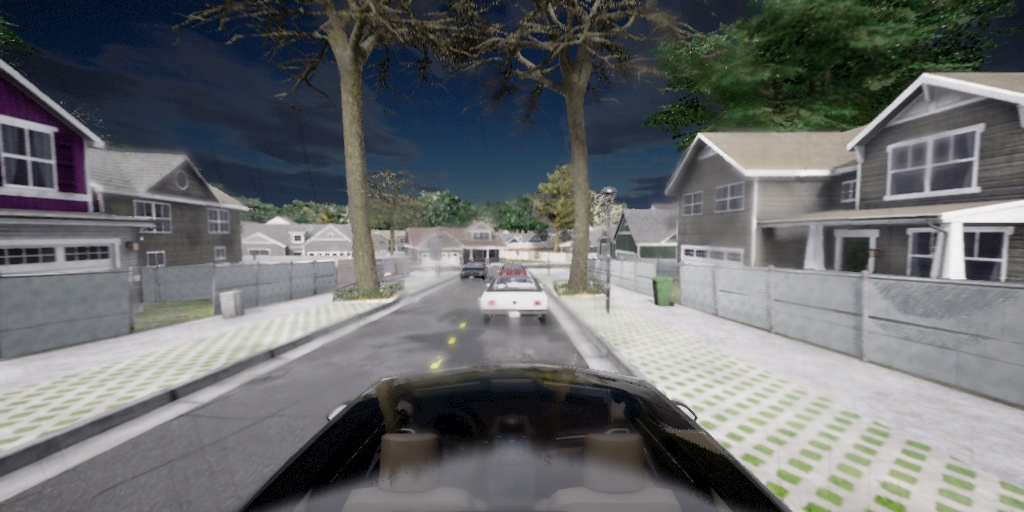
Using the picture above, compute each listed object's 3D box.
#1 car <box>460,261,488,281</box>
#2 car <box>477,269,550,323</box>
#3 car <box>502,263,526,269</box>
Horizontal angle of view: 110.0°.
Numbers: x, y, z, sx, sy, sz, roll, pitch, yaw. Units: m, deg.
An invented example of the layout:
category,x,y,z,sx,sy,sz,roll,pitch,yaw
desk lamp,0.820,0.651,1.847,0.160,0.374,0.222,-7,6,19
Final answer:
category,x,y,z,sx,sy,sz,roll,pitch,yaw
car,-2.834,1.131,28.125,2.033,1.411,5.357,0,0,0
car,0.086,1.279,11.834,1.895,1.301,4.718,0,0,0
car,0.079,1.195,26.155,1.895,1.301,4.718,0,0,0
